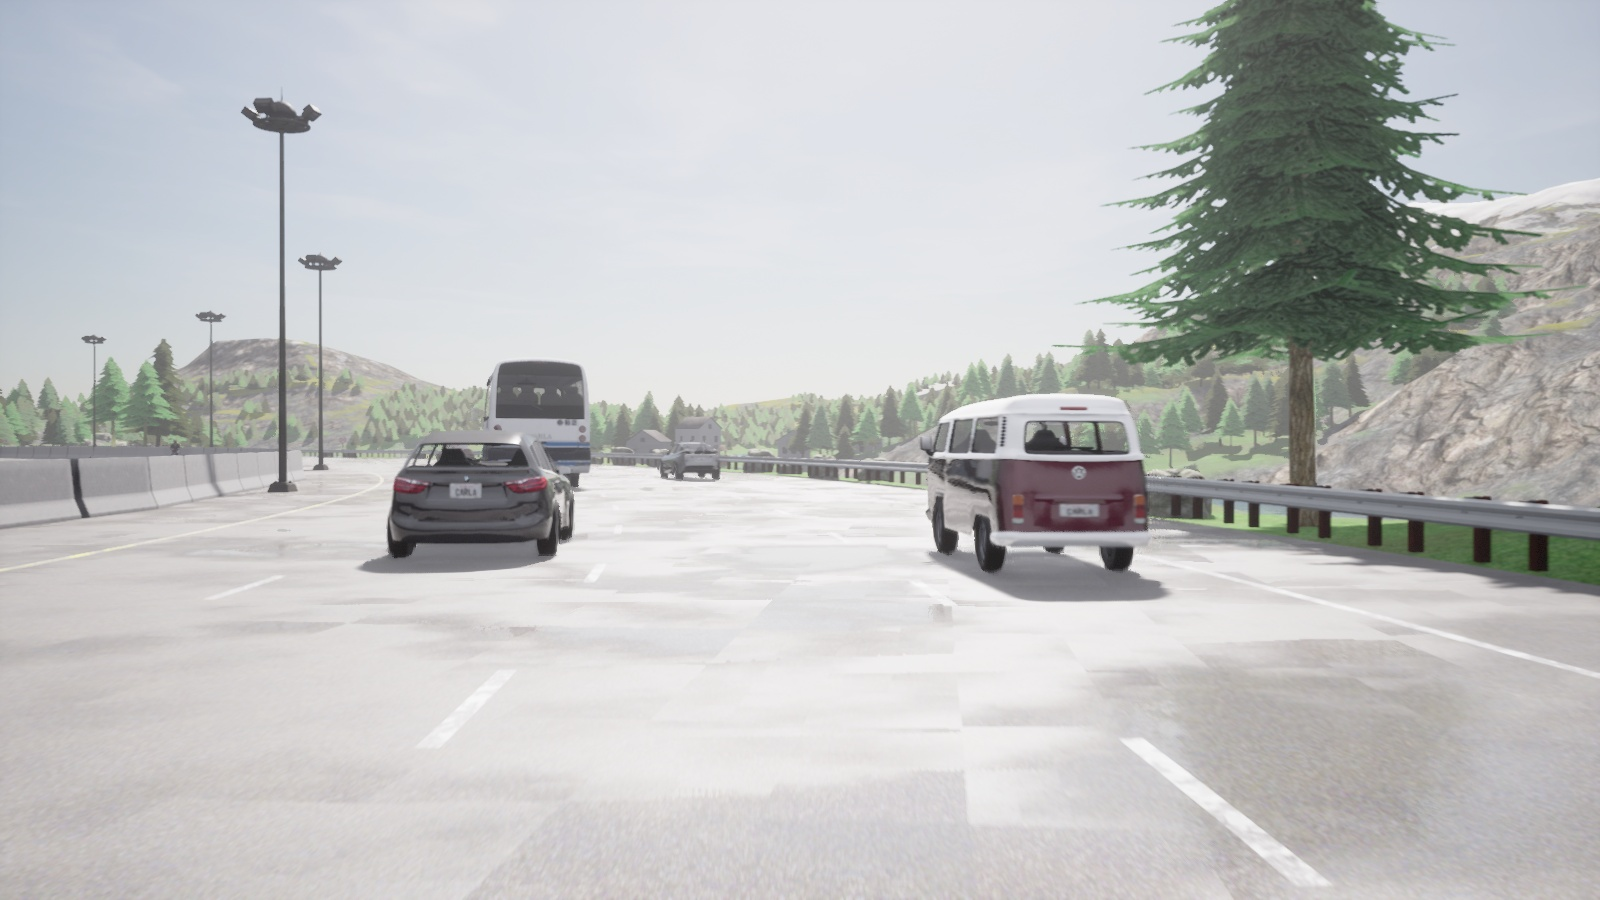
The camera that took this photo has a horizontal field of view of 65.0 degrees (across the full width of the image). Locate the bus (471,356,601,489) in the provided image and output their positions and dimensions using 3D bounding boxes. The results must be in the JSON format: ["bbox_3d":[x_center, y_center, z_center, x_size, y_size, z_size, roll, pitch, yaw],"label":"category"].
[{"bbox_3d":[-9.812,-0.893,45.575,3.944,4.253,10.273,0,0,-15],"label":"bus"}]

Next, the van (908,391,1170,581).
[{"bbox_3d":[2.787,0.382,15.833,2.069,2.038,4.480,0,0,-5],"label":"van"}]

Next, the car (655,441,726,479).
[{"bbox_3d":[-4.648,0.394,52.623,2.007,1.525,4.514,0,0,-17],"label":"car"}]

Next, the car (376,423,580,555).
[{"bbox_3d":[-4.478,0.485,18.227,2.242,1.667,4.611,0,0,-6],"label":"car"}]
